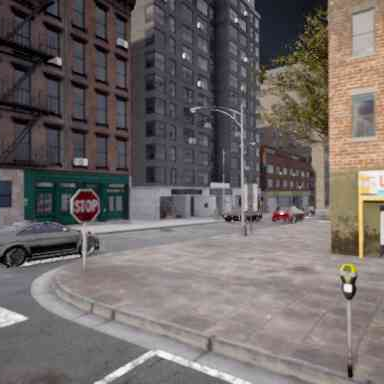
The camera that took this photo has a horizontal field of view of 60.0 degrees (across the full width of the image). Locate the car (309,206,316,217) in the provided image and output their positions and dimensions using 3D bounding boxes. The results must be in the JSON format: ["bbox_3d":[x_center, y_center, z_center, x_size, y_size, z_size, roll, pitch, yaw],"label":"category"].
[{"bbox_3d":[16.488,2.767,48.006,1.837,1.490,4.892,-1,-2,35],"label":"car"}]

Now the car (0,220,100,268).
[{"bbox_3d":[-5.421,1.725,12.021,1.994,1.385,4.181,-1,-2,35],"label":"car"}]

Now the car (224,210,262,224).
[{"bbox_3d":[4.908,2.335,31.764,1.895,1.301,4.718,-1,-2,35],"label":"car"}]

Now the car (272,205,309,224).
[{"bbox_3d":[9.868,2.180,33.684,2.097,1.767,4.553,-1,-2,35],"label":"car"}]
